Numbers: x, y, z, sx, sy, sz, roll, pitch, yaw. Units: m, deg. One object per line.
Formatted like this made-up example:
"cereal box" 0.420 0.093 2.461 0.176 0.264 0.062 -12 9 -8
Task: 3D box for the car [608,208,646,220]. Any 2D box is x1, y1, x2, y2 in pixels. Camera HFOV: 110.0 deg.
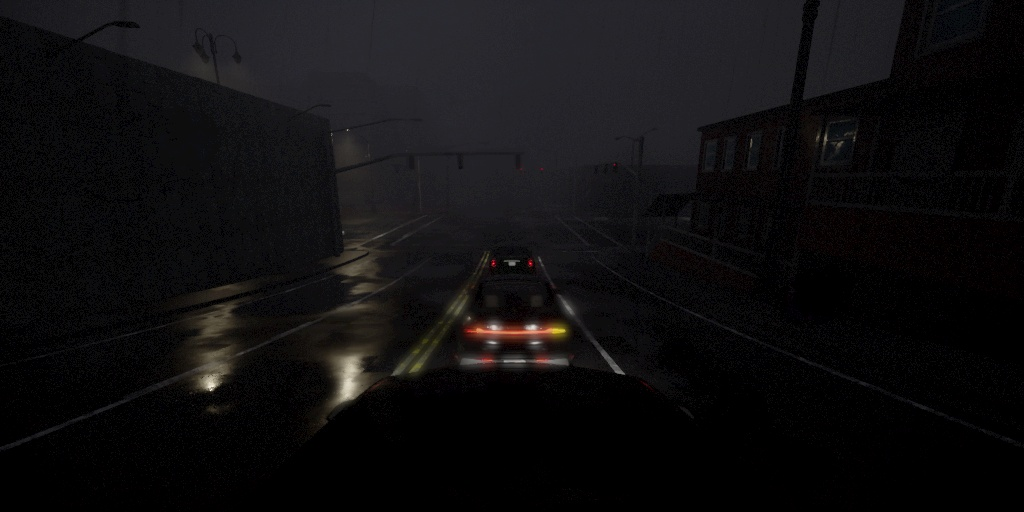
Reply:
"car" 14.810 -5.507 46.117 4.674 1.442 1.812 0 12 1

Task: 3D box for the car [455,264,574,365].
"car" 0.050 1.121 7.213 1.837 1.490 4.892 0 2 0

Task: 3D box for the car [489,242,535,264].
"car" 0.009 0.085 17.463 2.097 1.767 4.553 0 7 0
